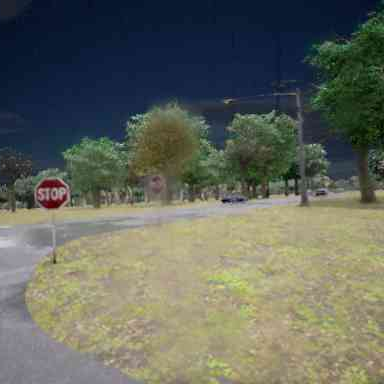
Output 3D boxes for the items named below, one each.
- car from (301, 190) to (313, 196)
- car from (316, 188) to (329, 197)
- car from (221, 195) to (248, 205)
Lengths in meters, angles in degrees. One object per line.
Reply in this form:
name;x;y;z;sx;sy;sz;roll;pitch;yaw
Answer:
car;25.945;0.221;74.947;1.812;1.442;4.674;-4;-1;34
car;24.488;0.088;62.406;1.837;1.490;4.892;-3;-1;28
car;5.798;1.019;45.433;1.895;1.301;4.718;-4;-1;34
